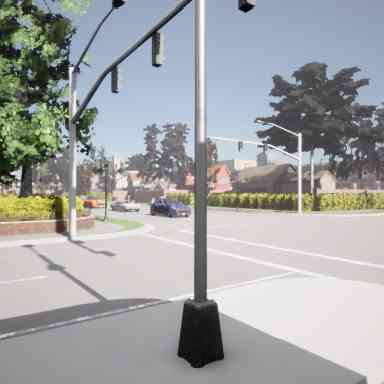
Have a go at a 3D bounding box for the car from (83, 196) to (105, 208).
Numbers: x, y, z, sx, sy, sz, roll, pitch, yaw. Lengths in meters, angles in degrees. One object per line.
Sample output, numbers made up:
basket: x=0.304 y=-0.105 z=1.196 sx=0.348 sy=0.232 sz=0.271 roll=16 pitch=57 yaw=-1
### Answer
car: x=-13.672 y=1.352 z=46.885 sx=2.097 sy=1.767 sz=4.553 roll=0 pitch=0 yaw=-36

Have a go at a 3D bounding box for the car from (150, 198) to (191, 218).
car: x=-2.045 y=1.352 z=30.804 sx=2.097 sy=1.767 sz=4.553 roll=0 pitch=0 yaw=-36

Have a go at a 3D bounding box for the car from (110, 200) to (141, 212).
car: x=-7.785 y=1.601 z=38.743 sx=1.895 sy=1.301 sz=4.718 roll=0 pitch=0 yaw=-36
